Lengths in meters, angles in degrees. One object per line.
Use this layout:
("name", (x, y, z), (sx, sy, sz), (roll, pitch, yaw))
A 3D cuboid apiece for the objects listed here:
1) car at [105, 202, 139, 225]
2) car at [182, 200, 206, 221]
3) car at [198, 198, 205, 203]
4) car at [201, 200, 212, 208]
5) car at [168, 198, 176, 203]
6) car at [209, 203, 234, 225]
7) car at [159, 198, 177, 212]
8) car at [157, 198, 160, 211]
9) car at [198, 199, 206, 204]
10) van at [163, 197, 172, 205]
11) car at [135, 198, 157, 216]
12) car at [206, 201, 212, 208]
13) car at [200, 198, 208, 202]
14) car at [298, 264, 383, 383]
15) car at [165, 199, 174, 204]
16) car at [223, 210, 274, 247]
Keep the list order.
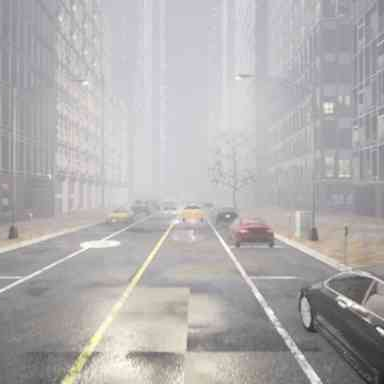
("car", (-5.708, 1.812, 26.786), (1.752, 1.417, 4.829), (0, -1, 0))
("car", (0.075, 1.785, 30.592), (1.801, 1.575, 5.366), (0, 0, 0))
("car", (2.639, 2.501, 95.254), (1.887, 1.381, 4.507), (0, -1, 0))
("car", (2.656, 2.161, 61.270), (1.752, 1.417, 4.829), (0, -1, 0))
("car", (-5.742, 2.522, 95.258), (1.947, 1.339, 4.313), (0, -1, 0))
("car", (2.673, 1.855, 26.946), (1.947, 1.339, 4.313), (0, -1, 0))
("car", (-3.111, 2.050, 47.953), (2.033, 1.411, 5.357), (0, -1, 0))
("car", (-5.720, 1.836, 49.725), (2.192, 1.841, 5.009), (0, -1, 0))
("car", (2.642, 2.471, 89.562), (1.947, 1.339, 4.313), (0, -1, 0))
("van", (-5.734, 2.140, 78.183), (1.690, 1.788, 3.998), (0, -1, 0))
("car", (-5.715, 1.721, 38.341), (2.192, 1.841, 5.009), (0, -1, 0))
("car", (2.670, 1.899, 32.639), (2.008, 1.369, 4.403), (0, -1, 0))
("car", (2.659, 2.129, 55.407), (2.008, 1.369, 4.403), (0, -1, 0))
("car", (2.685, 1.598, 4.179), (2.008, 1.369, 4.403), (0, -1, 0))
("car", (-5.736, 2.418, 83.874), (1.947, 1.339, 4.313), (0, -1, 0))
("car", (2.678, 1.751, 15.564), (1.802, 1.307, 4.206), (0, -1, 0))
